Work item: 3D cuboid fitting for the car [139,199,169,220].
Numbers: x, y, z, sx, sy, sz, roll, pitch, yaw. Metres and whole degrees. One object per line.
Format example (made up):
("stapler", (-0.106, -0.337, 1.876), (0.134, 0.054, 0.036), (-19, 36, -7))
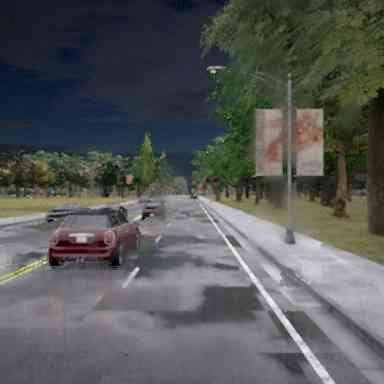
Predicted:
("car", (-3.151, 1.587, 28.760), (1.837, 1.490, 4.892), (0, 0, 0))

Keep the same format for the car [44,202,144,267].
("car", (-3.154, 1.383, 11.635), (2.097, 1.767, 4.553), (0, 0, 0))

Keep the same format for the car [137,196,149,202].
("car", (-9.753, 1.569, 67.205), (2.097, 1.767, 4.553), (0, 0, 0))

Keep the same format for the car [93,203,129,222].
("car", (-6.596, 1.643, 27.576), (1.994, 1.385, 4.181), (0, 0, 0))

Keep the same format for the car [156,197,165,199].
("car", (-6.498, 1.707, 67.989), (1.837, 1.490, 4.892), (0, 0, 0))
